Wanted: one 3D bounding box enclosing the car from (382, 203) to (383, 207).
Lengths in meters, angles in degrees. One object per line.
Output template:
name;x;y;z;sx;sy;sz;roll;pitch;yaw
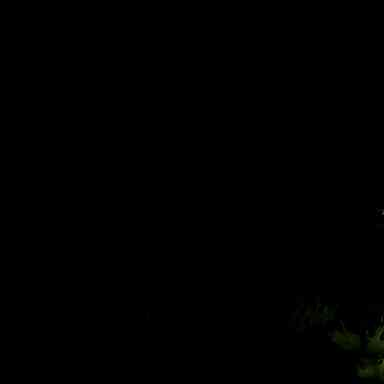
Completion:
car;30.343;1.655;48.980;4.892;1.490;1.837;-3;2;-20
